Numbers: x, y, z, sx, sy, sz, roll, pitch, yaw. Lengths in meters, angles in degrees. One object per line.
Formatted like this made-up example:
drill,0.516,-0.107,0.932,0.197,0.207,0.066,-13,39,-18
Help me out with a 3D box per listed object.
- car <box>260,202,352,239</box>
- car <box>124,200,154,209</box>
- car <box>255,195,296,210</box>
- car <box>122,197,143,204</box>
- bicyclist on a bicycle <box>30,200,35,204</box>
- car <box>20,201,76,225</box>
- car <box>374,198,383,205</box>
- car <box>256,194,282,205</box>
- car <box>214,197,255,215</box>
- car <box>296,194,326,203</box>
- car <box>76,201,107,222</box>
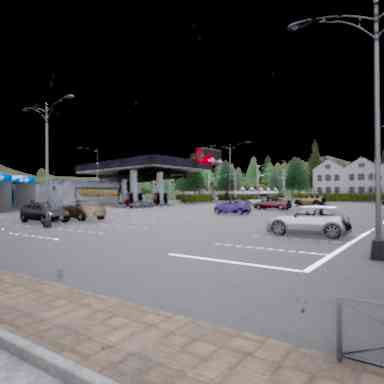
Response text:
car,5.694,1.428,16.404,3.806,1.475,1.970,-1,0,36
car,-7.829,1.897,51.302,1.994,1.385,4.181,-1,0,36
car,9.794,1.441,40.621,4.514,1.523,2.007,-1,0,36
car,-13.869,2.001,78.025,2.242,1.667,4.611,-1,0,36
bicyclist on a bicycle,-16.108,1.600,33.550,1.656,1.620,0.582,-1,-1,36
car,-11.109,1.556,24.951,4.514,1.523,2.007,-1,0,36
car,29.884,1.340,49.981,4.514,1.523,2.007,-1,0,36
car,13.282,1.285,57.559,3.866,1.878,1.905,-1,0,36
car,3.874,1.464,32.570,3.633,1.501,1.845,-1,0,36
car,17.705,1.233,50.269,4.605,1.855,1.932,-1,0,36
car,-9.304,1.547,27.516,5.027,1.636,2.152,-1,0,36
